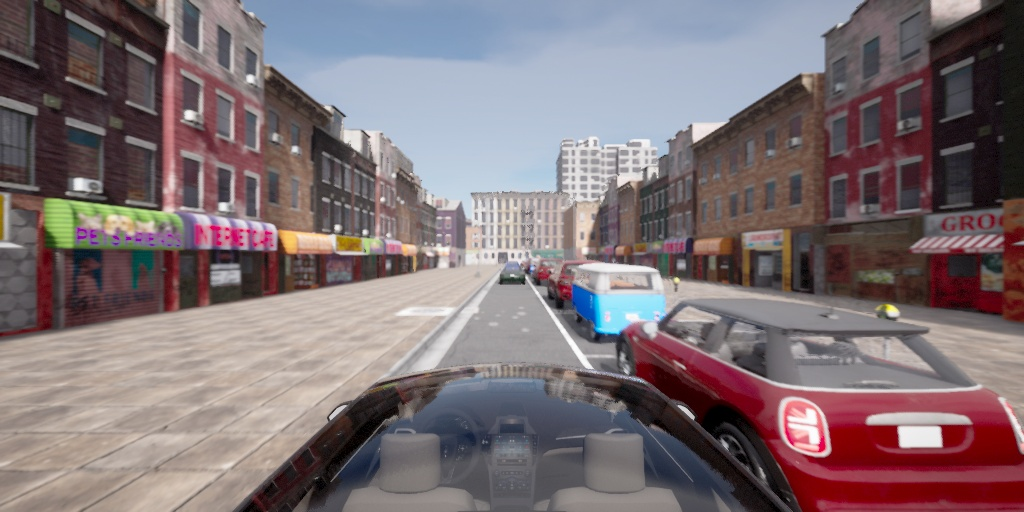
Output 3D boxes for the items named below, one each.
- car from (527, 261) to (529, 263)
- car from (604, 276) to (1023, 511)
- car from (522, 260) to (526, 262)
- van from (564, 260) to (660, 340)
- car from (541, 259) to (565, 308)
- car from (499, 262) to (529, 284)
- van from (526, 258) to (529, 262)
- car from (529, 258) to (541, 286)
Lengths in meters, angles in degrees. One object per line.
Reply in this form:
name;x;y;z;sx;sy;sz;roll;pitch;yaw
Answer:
car;2.649;1.369;31.632;2.007;1.370;4.403;0;0;0
car;2.639;1.195;4.255;1.967;1.591;4.097;0;0;0
car;2.654;1.160;42.582;2.192;1.841;5.009;0;0;0
van;2.641;1.108;9.730;1.690;1.789;3.998;0;0;0
car;2.643;1.094;15.202;2.192;1.841;5.009;0;0;0
car;0.054;1.375;27.924;1.994;1.385;4.181;0;0;1
van;2.652;1.173;37.107;1.690;1.789;3.998;0;0;0
car;2.647;1.121;26.156;2.192;1.841;5.009;0;0;0
